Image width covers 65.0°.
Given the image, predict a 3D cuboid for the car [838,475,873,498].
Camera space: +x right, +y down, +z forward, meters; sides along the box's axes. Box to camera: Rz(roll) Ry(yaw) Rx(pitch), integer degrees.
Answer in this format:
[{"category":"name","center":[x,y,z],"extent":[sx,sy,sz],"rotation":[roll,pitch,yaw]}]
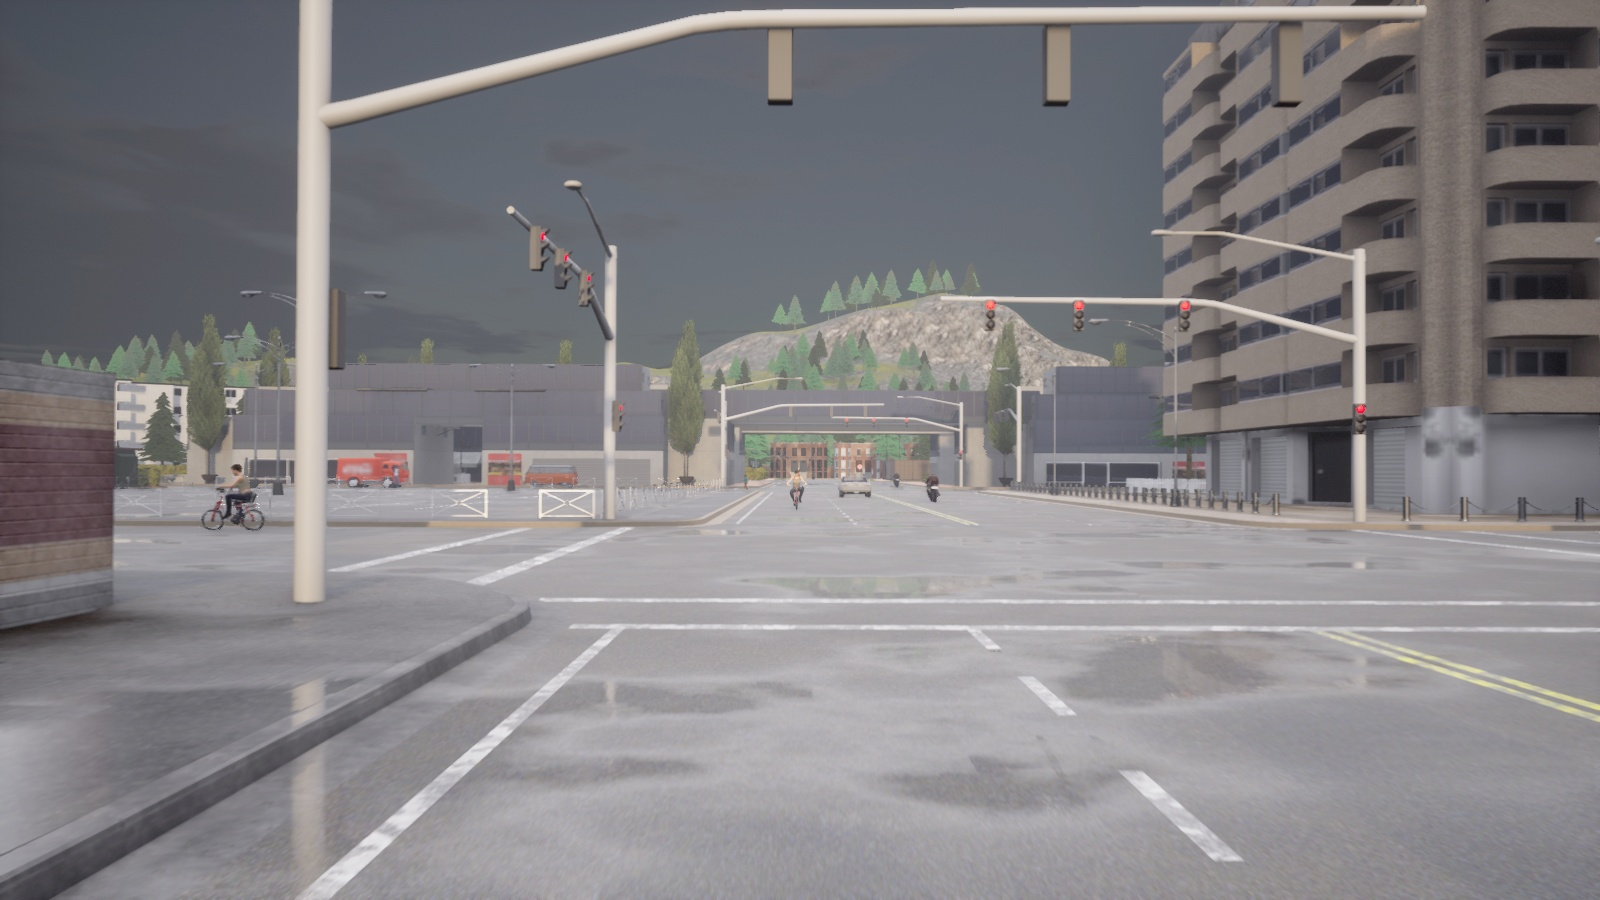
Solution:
[{"category":"car","center":[3.316,2.171,75.919],"extent":[1.895,1.301,4.718],"rotation":[0,-1,0]}]

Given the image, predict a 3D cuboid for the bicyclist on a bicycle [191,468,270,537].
[{"category":"bicyclist on a bicycle","center":[-13.677,1.255,30.182],"extent":[1.509,1.612,0.866],"rotation":[0,-1,-1]}]

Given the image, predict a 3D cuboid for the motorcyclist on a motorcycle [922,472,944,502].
[{"category":"motorcyclist on a motorcycle","center":[6.843,1.906,64.805],"extent":[0.866,1.530,2.191],"rotation":[0,-1,0]}]
